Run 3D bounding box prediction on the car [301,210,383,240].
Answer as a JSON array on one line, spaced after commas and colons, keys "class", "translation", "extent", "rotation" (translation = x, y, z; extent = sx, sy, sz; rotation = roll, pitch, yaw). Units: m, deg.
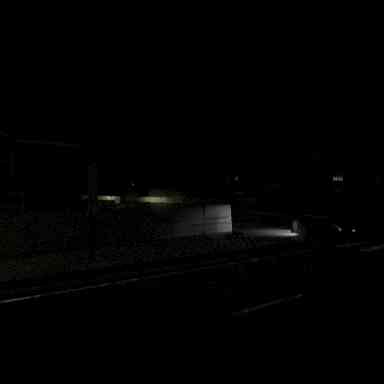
[{"class": "car", "translation": [8.047, 1.549, 15.842], "extent": [5.357, 1.411, 2.033], "rotation": [0, 0, 22]}]
